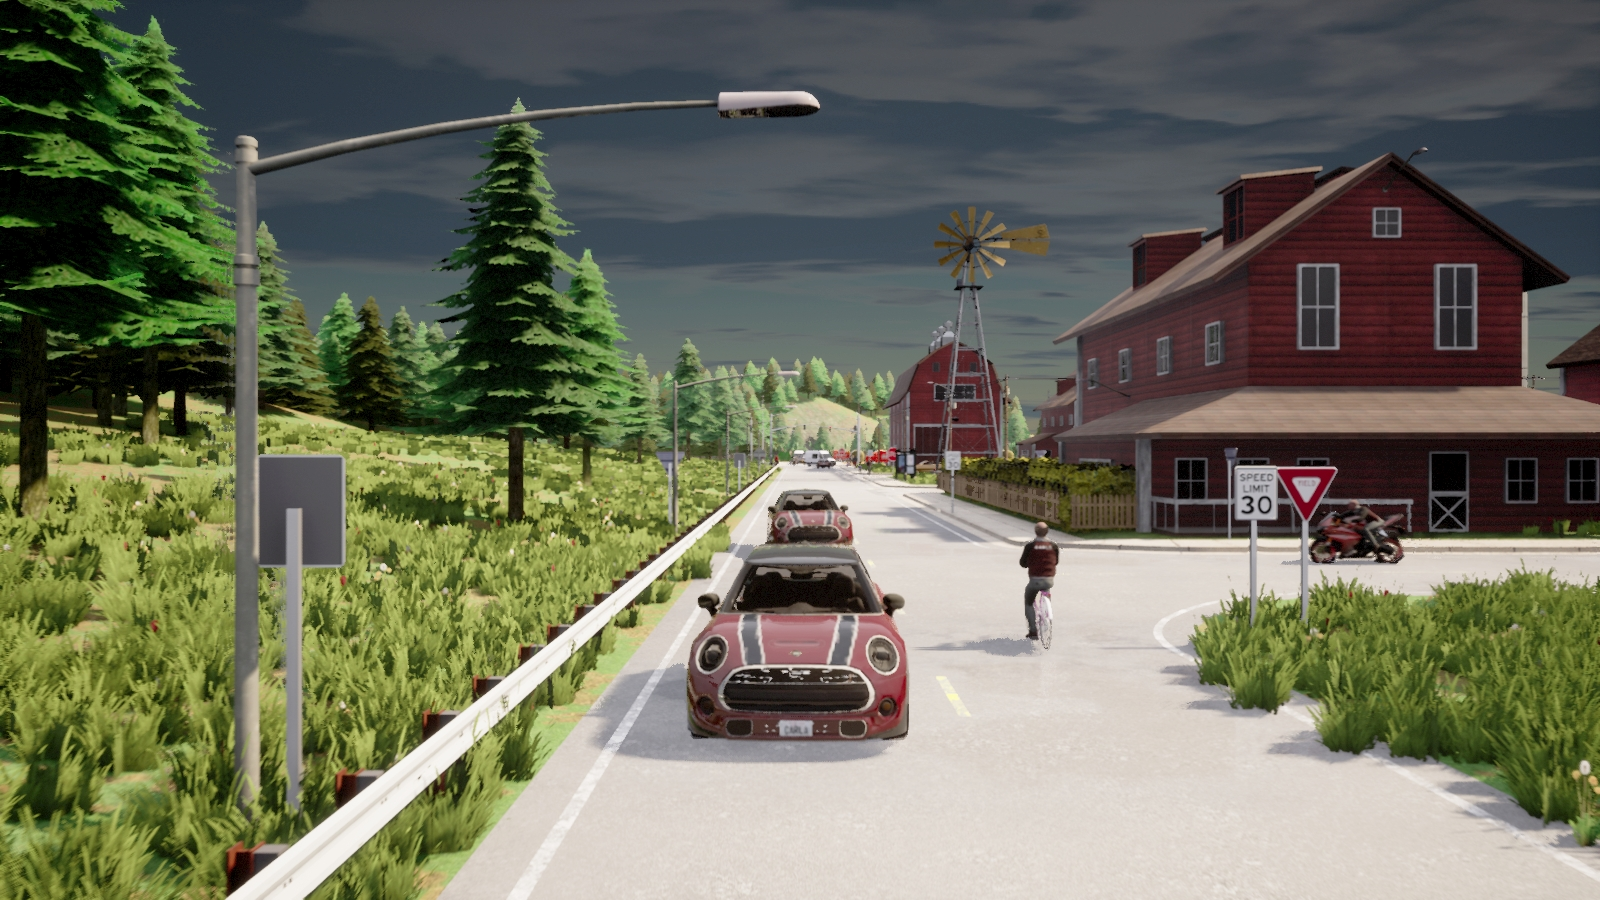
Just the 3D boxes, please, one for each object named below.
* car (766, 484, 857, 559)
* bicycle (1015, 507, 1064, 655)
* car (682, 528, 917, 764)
[{"bbox_3d":[0.230,1.871,31.060,2.097,1.767,4.553,0,0,-4],"label":"car"},{"bbox_3d":[3.433,1.823,16.460,0.329,1.919,1.835,0,0,0],"label":"bicycle"},{"bbox_3d":[0.052,1.895,12.439,2.097,1.767,4.553,0,0,1],"label":"car"}]
